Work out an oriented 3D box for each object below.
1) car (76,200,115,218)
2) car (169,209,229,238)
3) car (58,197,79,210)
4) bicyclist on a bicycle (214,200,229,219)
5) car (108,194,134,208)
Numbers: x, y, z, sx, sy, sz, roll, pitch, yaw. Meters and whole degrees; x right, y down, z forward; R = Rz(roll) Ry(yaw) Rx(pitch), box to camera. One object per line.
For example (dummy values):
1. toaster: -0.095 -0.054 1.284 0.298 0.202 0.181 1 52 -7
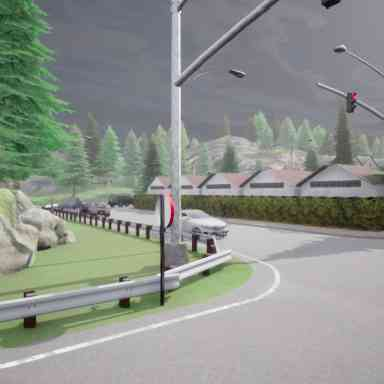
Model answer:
1. car: -9.457 1.756 32.256 1.994 1.385 4.181 0 0 -34
2. car: 0.054 1.717 18.572 1.812 1.442 4.674 0 0 -35
3. car: -16.564 1.532 45.333 2.097 1.767 4.553 0 0 -3
4. bicyclist on a bicycle: 2.525 1.494 28.091 1.656 1.620 0.582 0 0 -35
5. car: -10.955 1.398 53.198 2.150 2.045 5.566 0 0 33
